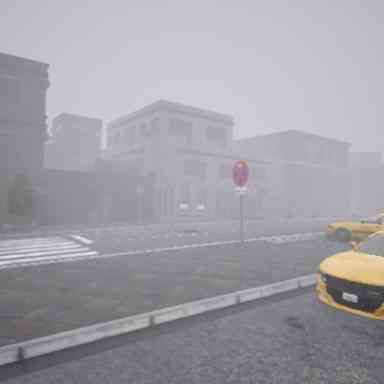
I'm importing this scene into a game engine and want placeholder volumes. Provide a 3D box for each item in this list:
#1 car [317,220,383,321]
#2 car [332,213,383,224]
[{"bbox_3d":[4.680,1.509,7.028,5.008,1.535,1.882,0,0,-36],"label":"car"},{"bbox_3d":[8.687,1.598,14.818,1.946,1.575,5.366,1,-1,-36],"label":"car"}]
